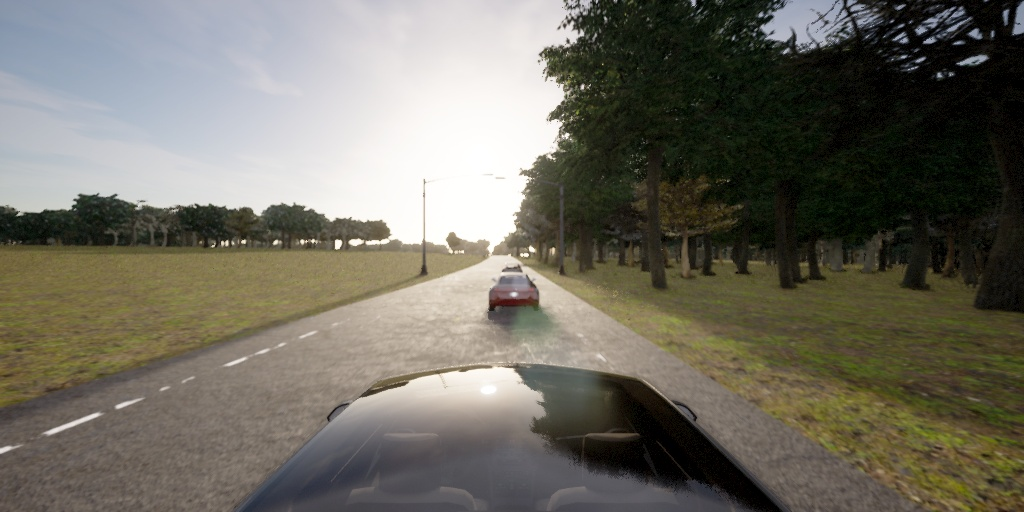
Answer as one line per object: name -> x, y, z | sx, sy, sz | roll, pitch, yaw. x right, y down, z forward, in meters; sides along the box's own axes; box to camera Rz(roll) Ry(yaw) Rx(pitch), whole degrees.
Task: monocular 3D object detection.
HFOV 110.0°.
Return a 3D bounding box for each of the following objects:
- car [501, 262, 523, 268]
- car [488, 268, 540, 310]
car -> -0.024, 1.318, 33.361 | 2.128, 1.511, 4.902 | 0, 0, 0
car -> 0.071, 1.364, 14.960 | 1.994, 1.385, 4.181 | 0, 0, 0
